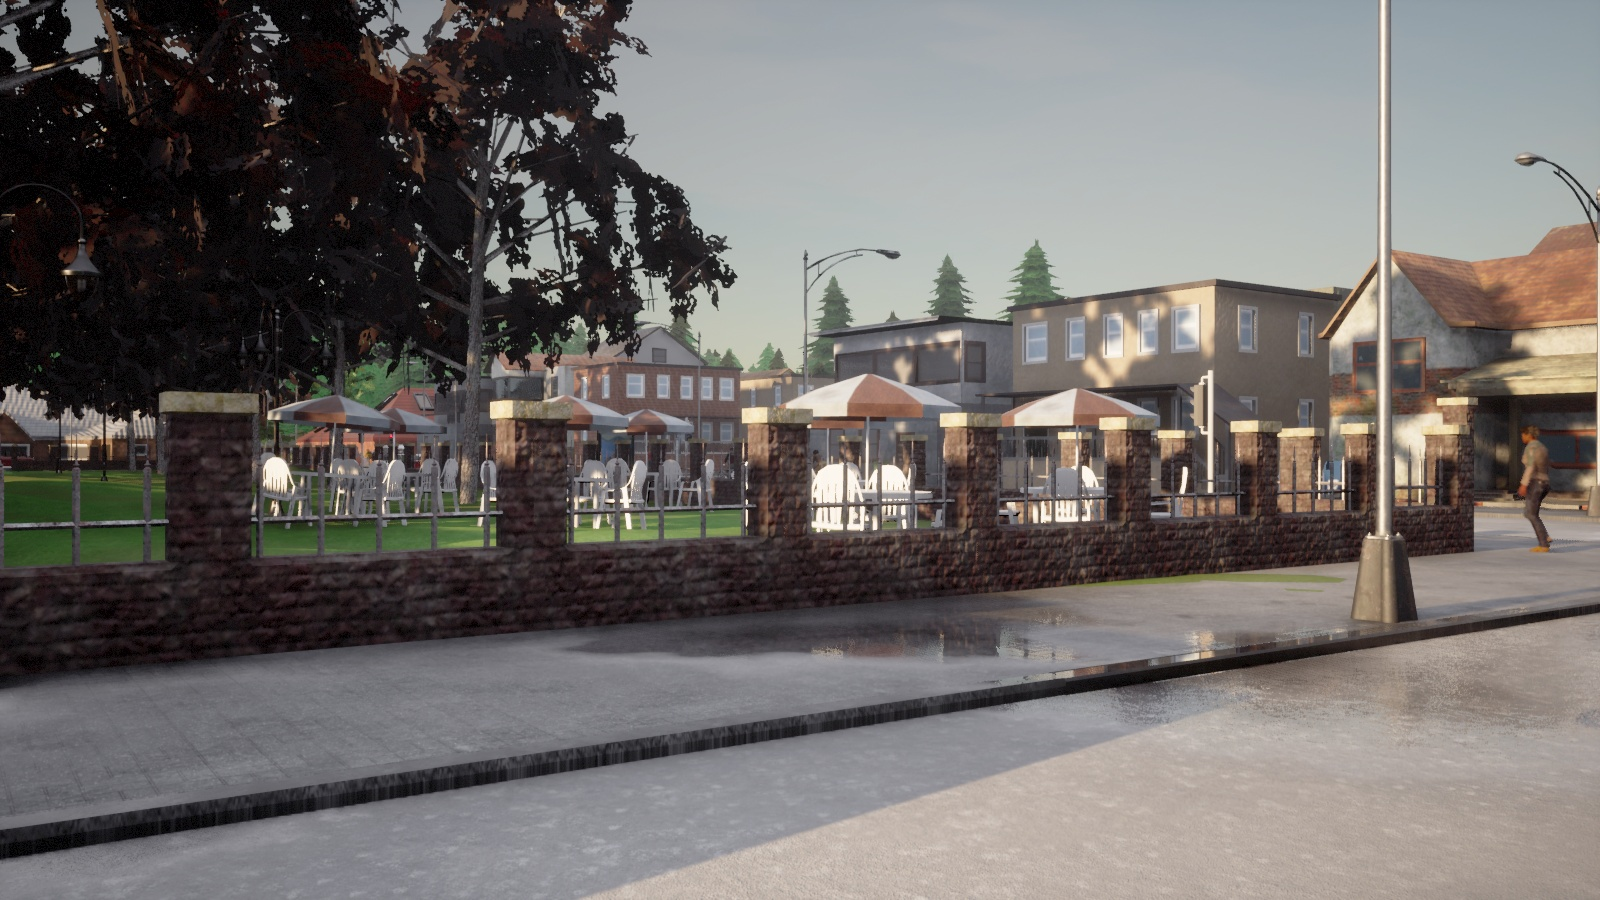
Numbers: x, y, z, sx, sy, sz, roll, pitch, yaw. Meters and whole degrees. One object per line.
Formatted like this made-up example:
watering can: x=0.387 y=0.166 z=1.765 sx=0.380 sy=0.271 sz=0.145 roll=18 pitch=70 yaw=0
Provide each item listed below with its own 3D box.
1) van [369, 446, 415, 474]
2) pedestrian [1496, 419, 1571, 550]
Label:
van: x=-30.423 y=0.761 z=93.524 sx=2.069 sy=2.038 sz=4.480 roll=0 pitch=0 yaw=-35
pedestrian: x=10.410 y=0.476 z=17.830 sx=0.328 sy=1.805 sz=0.869 roll=0 pitch=0 yaw=-30
